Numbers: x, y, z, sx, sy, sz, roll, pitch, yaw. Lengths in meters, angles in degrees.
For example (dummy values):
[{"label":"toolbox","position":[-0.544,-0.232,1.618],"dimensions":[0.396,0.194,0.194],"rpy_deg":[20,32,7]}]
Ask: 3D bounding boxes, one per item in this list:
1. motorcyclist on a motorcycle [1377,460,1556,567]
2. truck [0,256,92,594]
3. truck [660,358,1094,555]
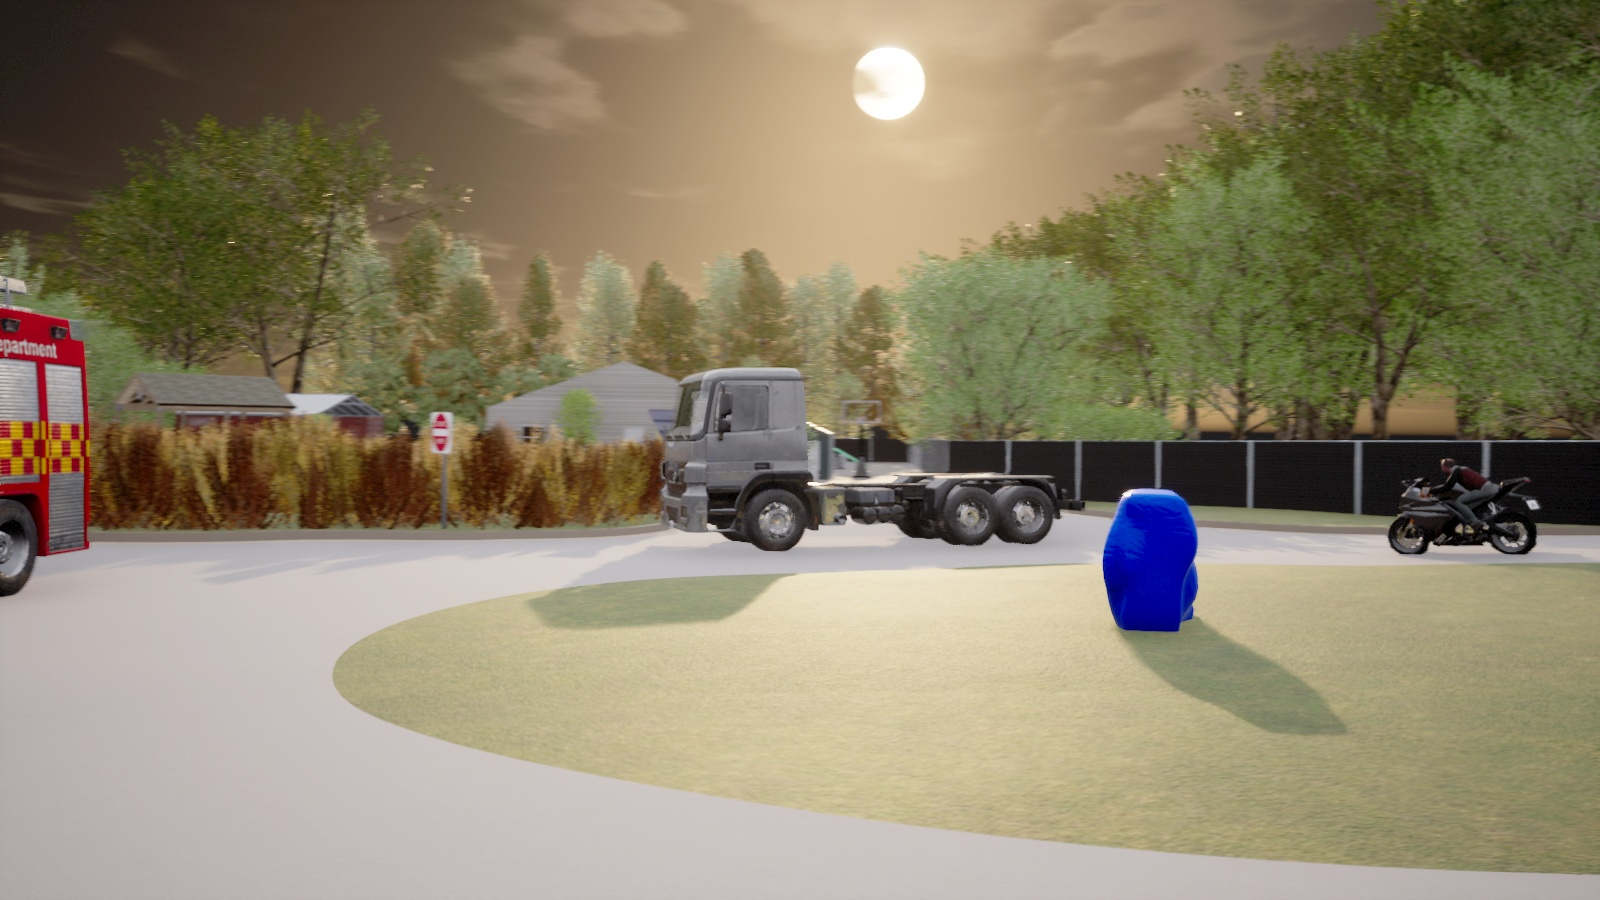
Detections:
[{"label":"motorcyclist on a motorcycle","position":[10.221,0.985,19.341],"dimensions":[0.866,1.530,2.191],"rpy_deg":[-1,-3,-38]},{"label":"truck","position":[-10.386,-0.274,11.881],"dimensions":[2.891,3.827,8.468],"rpy_deg":[0,0,-2]},{"label":"truck","position":[1.458,0.122,24.553],"dimensions":[7.936,3.462,2.891],"rpy_deg":[0,0,-17]}]
